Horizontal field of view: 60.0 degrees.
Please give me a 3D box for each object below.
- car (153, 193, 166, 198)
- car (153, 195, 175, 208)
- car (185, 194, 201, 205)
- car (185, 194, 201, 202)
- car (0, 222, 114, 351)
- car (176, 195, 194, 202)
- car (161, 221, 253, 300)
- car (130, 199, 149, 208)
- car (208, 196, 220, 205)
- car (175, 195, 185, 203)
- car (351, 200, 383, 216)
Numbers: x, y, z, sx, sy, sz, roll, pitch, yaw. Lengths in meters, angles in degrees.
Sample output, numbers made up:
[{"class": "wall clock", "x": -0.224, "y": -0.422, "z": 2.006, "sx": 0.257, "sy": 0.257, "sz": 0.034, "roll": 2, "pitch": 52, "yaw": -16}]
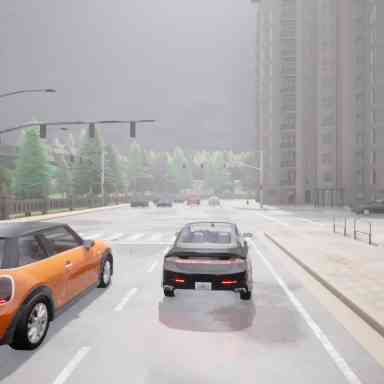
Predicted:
[{"class": "car", "x": -6.229, "y": 1.223, "z": 65.563, "sx": 2.150, "sy": 2.045, "sz": 5.566, "roll": 0, "pitch": 0, "yaw": 5}, {"class": "car", "x": -3.954, "y": 1.564, "z": 47.868, "sx": 1.994, "sy": 1.385, "sz": 4.181, "roll": 0, "pitch": 0, "yaw": 2}, {"class": "car", "x": 0.399, "y": 1.352, "z": 58.860, "sx": 2.097, "sy": 1.767, "sz": 4.553, "roll": 0, "pitch": 0, "yaw": 4}, {"class": "car", "x": 0.366, "y": 1.355, "z": 77.746, "sx": 2.097, "sy": 1.767, "sz": 4.553, "roll": 0, "pitch": 0, "yaw": 25}, {"class": "car", "x": -3.106, "y": 1.352, "z": 6.444, "sx": 2.097, "sy": 1.767, "sz": 4.553, "roll": 0, "pitch": 0, "yaw": 4}, {"class": "car", "x": -1.734, "y": 1.540, "z": 81.346, "sx": 2.033, "sy": 1.411, "sz": 5.357, "roll": 0, "pitch": 0, "yaw": 29}, {"class": "car", "x": 0.500, "y": 1.492, "z": 8.443, "sx": 2.128, "sy": 1.511, "sz": 4.902, "roll": 0, "pitch": 0, "yaw": 7}, {"class": "car", "x": -7.529, "y": 1.601, "z": 48.105, "sx": 1.895, "sy": 1.301, "sz": 4.718, "roll": 0, "pitch": 0, "yaw": 4}, {"class": "car", "x": 3.982, "y": 1.525, "z": 59.968, "sx": 1.812, "sy": 1.442, "sz": 4.674, "roll": 0, "pitch": 0, "yaw": 4}, {"class": "car", "x": -2.604, "y": 1.507, "z": 66.633, "sx": 1.837, "sy": 1.490, "sz": 4.892, "roll": 0, "pitch": -1, "yaw": 7}, {"class": "car", "x": 18.463, "y": 1.560, "z": 33.159, "sx": 4.892, "sy": 1.490, "sz": 1.837, "roll": 0, "pitch": 0, "yaw": 3}]
